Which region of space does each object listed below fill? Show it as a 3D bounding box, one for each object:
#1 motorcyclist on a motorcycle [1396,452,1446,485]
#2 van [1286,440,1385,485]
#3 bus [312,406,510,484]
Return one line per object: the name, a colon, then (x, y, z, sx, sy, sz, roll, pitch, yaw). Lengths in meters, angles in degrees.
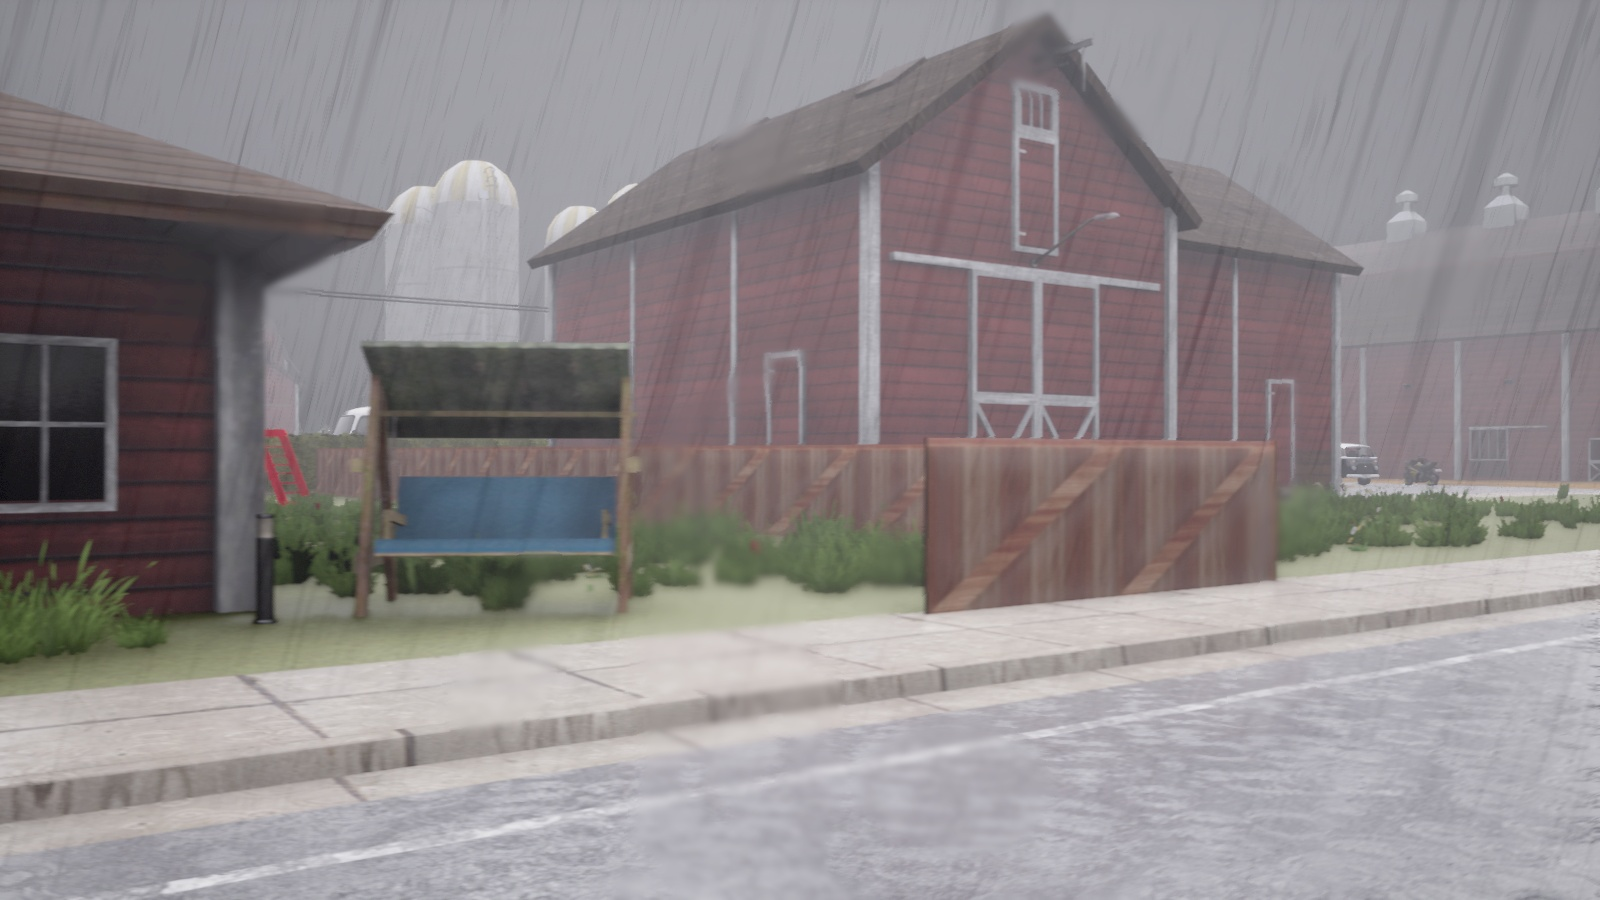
motorcyclist on a motorcycle: (29.441, 0.853, 59.560, 0.866, 1.530, 2.191, 0, 0, -16)
van: (25.645, 0.550, 60.291, 2.069, 2.038, 4.480, 0, 1, -14)
bus: (-22.555, -0.265, 73.140, 10.273, 4.253, 3.944, 0, 0, -36)
